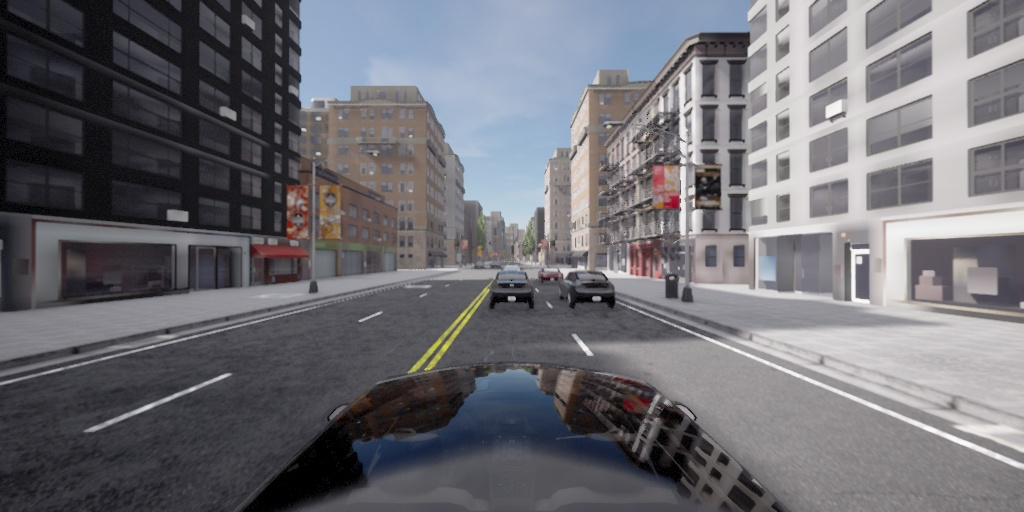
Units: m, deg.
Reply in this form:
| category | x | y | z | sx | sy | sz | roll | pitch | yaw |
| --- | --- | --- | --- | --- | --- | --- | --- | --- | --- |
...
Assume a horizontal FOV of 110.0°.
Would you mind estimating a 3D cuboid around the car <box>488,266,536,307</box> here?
| category | x | y | z | sx | sy | sz | roll | pitch | yaw |
| --- | --- | --- | --- | --- | --- | --- | --- | --- | --- |
| car | 0.000 | 1.389 | 16.148 | 1.837 | 1.490 | 4.892 | 0 | 0 | 0 |

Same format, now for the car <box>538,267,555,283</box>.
| category | x | y | z | sx | sy | sz | roll | pitch | yaw |
| --- | --- | --- | --- | --- | --- | --- | --- | --- | --- |
| car | 3.244 | 1.618 | 30.953 | 1.895 | 1.301 | 4.718 | 0 | 0 | 0 |

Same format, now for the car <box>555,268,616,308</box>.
| category | x | y | z | sx | sy | sz | roll | pitch | yaw |
| --- | --- | --- | --- | --- | --- | --- | --- | --- | --- |
| car | 3.251 | 1.389 | 16.137 | 1.837 | 1.490 | 4.892 | 0 | 0 | 0 |

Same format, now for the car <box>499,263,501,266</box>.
| category | x | y | z | sx | sy | sz | roll | pitch | yaw |
| --- | --- | --- | --- | --- | --- | --- | --- | --- | --- |
| car | -0.003 | 1.546 | 31.236 | 1.812 | 1.442 | 4.674 | 0 | 0 | 0 |
